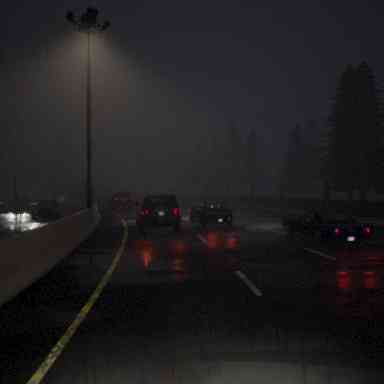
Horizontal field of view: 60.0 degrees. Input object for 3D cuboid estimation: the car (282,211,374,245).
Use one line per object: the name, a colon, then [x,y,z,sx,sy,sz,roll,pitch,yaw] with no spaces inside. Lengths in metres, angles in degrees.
car: [5.786,1.490,14.947,1.895,1.301,4.718,0,0,-8]

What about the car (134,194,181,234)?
car: [-1.990,1.106,18.725,2.150,2.045,5.566,0,1,-11]

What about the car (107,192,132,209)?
car: [-8.758,0.983,40.200,2.150,2.045,5.566,0,1,-23]

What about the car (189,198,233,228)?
car: [1.092,1.353,20.950,2.128,1.511,4.902,0,0,-12]

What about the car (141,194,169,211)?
car: [-4.326,1.112,38.620,2.097,1.767,4.553,0,0,-21]

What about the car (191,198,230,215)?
car: [1.676,1.332,32.557,2.033,1.411,5.357,0,0,-18]
